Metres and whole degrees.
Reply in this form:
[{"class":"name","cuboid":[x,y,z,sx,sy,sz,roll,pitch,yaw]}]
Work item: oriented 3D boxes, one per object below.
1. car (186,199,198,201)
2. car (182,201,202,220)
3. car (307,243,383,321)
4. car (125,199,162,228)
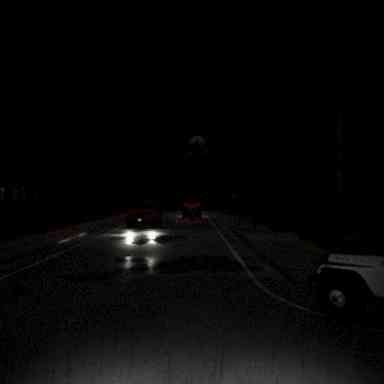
[{"class":"car","cuboid":[0.016,1.906,45.266,2.150,2.045,5.566,1,-1,0]},{"class":"car","cuboid":[0.013,2.013,34.564,1.882,1.535,5.008,1,-1,0]},{"class":"car","cuboid":[4.178,1.330,5.798,1.905,1.878,3.866,-6,2,-42]},{"class":"car","cuboid":[-3.574,1.593,25.525,2.150,2.045,5.566,1,-1,0]}]
